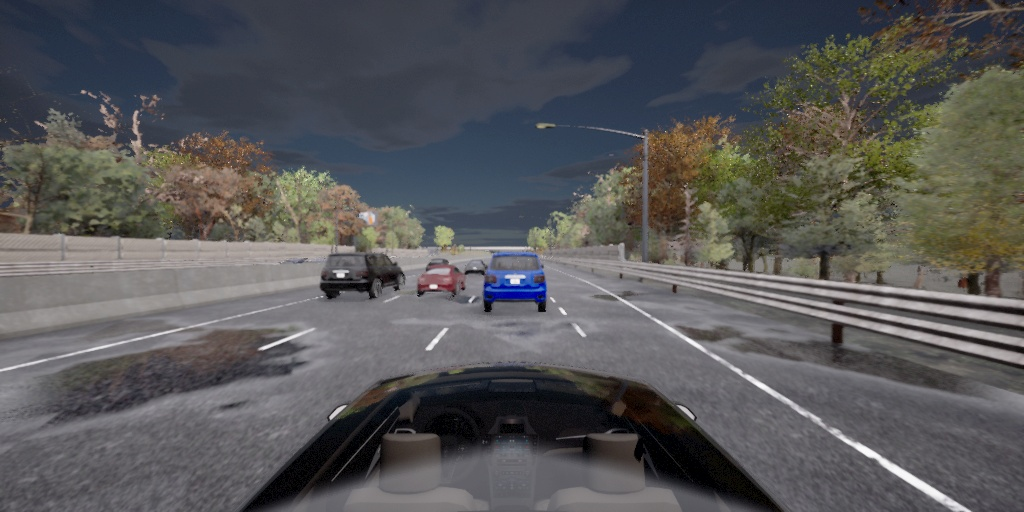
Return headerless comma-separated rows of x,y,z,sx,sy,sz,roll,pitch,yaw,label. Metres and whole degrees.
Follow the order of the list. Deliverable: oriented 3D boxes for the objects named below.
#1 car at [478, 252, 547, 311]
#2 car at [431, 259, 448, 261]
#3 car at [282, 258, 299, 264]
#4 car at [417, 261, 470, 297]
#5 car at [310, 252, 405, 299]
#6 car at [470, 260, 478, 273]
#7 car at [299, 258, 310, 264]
0.102,0.873,13.926,2.150,2.045,5.566,0,0,0,car
-6.892,1.003,34.382,1.837,1.490,4.892,0,0,0,car
-28.050,0.977,46.762,1.994,1.385,4.181,0,0,0,car
-3.396,1.147,17.814,1.812,1.442,4.674,0,0,0,car
-6.896,0.848,17.120,2.150,2.045,5.566,0,0,0,car
-3.391,1.059,34.783,1.994,1.385,4.181,0,0,0,car
-24.563,0.964,46.178,2.033,1.411,5.357,0,0,0,car
